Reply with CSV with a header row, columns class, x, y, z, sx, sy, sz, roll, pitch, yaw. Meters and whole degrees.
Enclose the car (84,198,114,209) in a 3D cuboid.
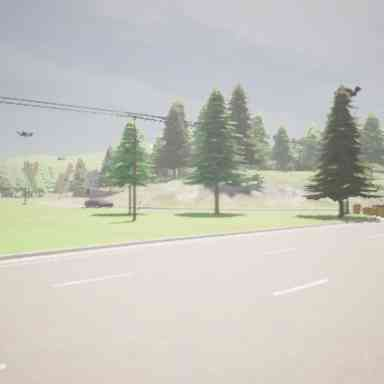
class,x,y,z,sx,sy,sz,roll,pitch,yaw
car,-13.142,1.554,46.874,5.357,1.411,2.033,0,0,43
